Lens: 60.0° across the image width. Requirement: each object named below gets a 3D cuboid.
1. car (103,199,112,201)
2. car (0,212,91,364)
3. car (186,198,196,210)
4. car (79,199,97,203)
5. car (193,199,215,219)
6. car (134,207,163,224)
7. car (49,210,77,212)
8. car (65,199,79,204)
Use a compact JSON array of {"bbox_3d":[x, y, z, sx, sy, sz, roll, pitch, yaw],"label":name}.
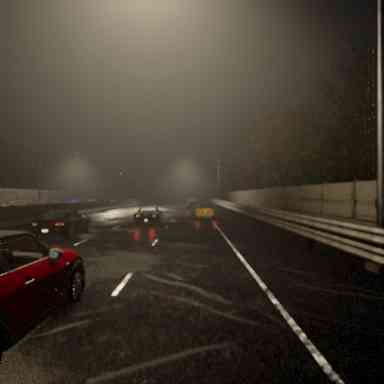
[{"bbox_3d":[-17.479,2.128,68.550,1.837,1.490,4.892,0,-1,0],"label":"car"},{"bbox_3d":[-3.399,1.398,5.477,2.097,1.767,4.553,0,0,0],"label":"car"},{"bbox_3d":[0.016,1.983,50.626,1.812,1.442,4.674,0,-1,0],"label":"car"},{"bbox_3d":[-20.979,2.153,68.551,2.128,1.511,4.902,0,-1,0],"label":"car"},{"bbox_3d":[1.235,1.735,32.262,1.801,1.575,5.366,0,-1,0],"label":"car"},{"bbox_3d":[-3.389,1.828,26.838,1.895,1.301,4.718,0,-1,0],"label":"car"},{"bbox_3d":[-6.893,1.674,17.892,1.812,1.442,4.674,0,0,0],"label":"car"},{"bbox_3d":[-24.479,2.106,68.552,1.882,1.535,5.008,0,-1,0],"label":"car"}]
